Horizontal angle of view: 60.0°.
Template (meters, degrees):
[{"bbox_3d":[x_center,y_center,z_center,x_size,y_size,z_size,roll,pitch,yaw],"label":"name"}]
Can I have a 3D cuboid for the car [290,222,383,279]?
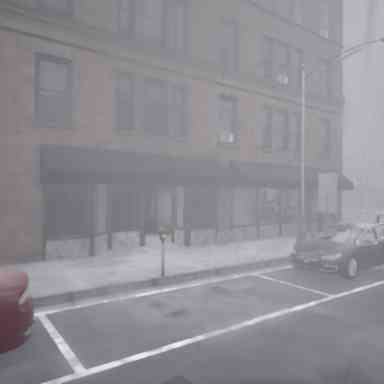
[{"bbox_3d":[4.863,1.646,10.231,4.403,1.369,2.008,1,0,-35],"label":"car"}]

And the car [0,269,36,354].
[{"bbox_3d":[-4.250,1.531,3.735,4.507,1.381,1.887,1,0,-35],"label":"car"}]
